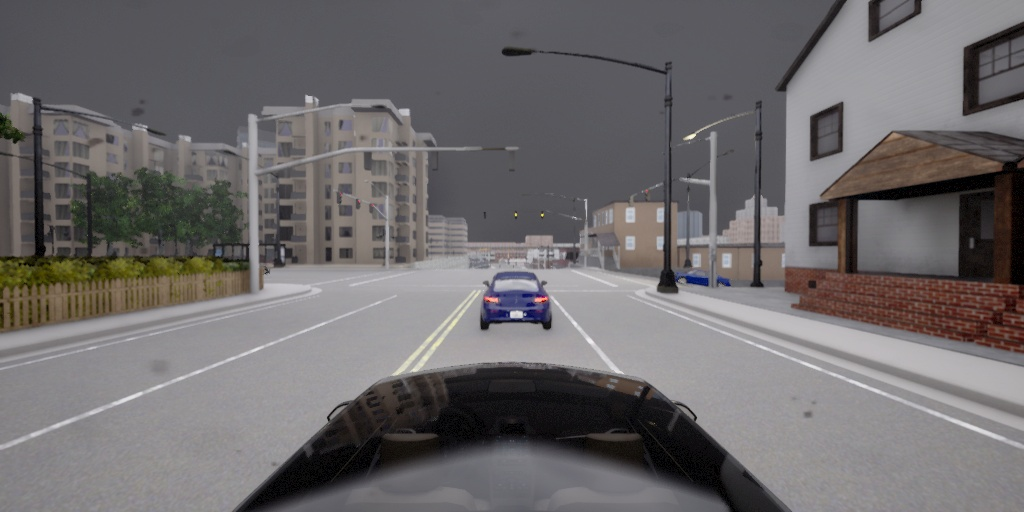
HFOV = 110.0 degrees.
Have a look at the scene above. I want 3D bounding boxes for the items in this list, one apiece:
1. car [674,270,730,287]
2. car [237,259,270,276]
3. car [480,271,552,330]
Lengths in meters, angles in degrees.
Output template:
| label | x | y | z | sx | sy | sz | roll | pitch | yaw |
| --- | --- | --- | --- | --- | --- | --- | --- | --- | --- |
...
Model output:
| label | x | y | z | sx | sy | sz | roll | pitch | yaw |
| --- | --- | --- | --- | --- | --- | --- | --- | --- | --- |
| car | 15.632 | 1.882 | 30.273 | 5.008 | 1.535 | 1.882 | 8 | 1 | 0 |
| car | -21.008 | 0.924 | 27.032 | 4.892 | 1.490 | 1.837 | 0 | 1 | 1 |
| car | 0.096 | 1.160 | 10.556 | 1.812 | 1.442 | 4.674 | 0 | 1 | 0 |
